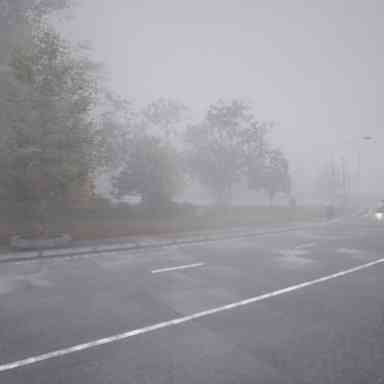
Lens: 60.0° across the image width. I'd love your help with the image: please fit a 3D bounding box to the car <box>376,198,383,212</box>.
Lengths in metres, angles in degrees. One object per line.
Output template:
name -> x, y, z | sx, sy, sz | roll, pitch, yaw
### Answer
car -> 23.641, 1.484, 40.262 | 2.097, 1.767, 4.553 | -1, 1, 32
